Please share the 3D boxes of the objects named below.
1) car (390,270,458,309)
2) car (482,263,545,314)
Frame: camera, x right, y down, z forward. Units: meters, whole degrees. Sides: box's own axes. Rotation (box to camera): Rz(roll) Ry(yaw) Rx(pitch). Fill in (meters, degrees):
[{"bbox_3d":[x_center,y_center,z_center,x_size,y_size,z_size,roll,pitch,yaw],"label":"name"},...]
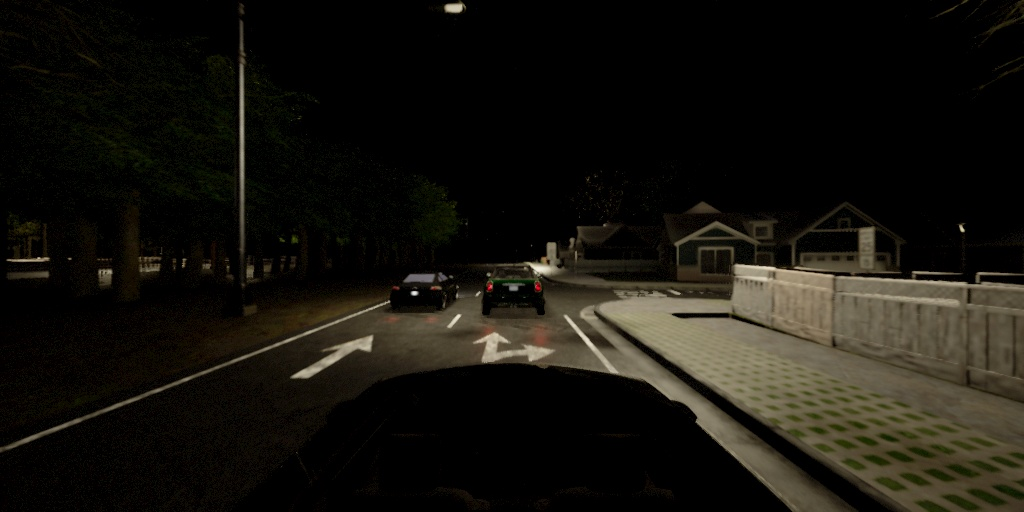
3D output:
[{"bbox_3d":[-3.422,1.271,14.637,1.994,1.385,4.181,0,0,0],"label":"car"},{"bbox_3d":[0.071,1.062,13.742,2.097,1.767,4.553,0,0,0],"label":"car"}]
